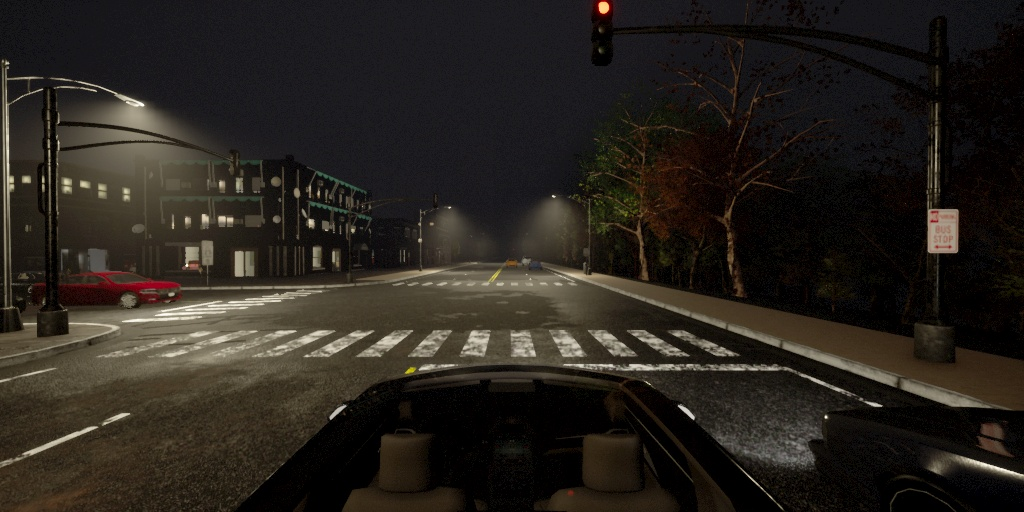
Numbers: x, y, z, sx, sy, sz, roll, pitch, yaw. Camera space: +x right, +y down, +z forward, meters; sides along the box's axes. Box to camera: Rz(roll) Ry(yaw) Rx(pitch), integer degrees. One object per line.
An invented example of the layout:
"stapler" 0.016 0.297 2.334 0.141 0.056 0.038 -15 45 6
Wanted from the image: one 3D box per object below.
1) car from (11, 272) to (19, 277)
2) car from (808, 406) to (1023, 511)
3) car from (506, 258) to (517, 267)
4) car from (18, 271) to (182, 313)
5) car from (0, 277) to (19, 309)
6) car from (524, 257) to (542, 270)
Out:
"car" -28.317 1.559 21.037 4.403 1.370 2.007 0 0 0
"car" 3.353 1.298 0.426 2.033 1.411 5.357 0 0 0
"car" -0.021 1.204 63.035 1.882 1.535 5.008 0 0 0
"car" -17.106 1.415 15.310 5.008 1.535 1.882 -1 1 -2
"car" -19.968 1.564 12.541 4.313 1.339 1.948 0 0 0
"car" 3.252 1.279 51.013 2.033 1.411 5.357 0 0 0
